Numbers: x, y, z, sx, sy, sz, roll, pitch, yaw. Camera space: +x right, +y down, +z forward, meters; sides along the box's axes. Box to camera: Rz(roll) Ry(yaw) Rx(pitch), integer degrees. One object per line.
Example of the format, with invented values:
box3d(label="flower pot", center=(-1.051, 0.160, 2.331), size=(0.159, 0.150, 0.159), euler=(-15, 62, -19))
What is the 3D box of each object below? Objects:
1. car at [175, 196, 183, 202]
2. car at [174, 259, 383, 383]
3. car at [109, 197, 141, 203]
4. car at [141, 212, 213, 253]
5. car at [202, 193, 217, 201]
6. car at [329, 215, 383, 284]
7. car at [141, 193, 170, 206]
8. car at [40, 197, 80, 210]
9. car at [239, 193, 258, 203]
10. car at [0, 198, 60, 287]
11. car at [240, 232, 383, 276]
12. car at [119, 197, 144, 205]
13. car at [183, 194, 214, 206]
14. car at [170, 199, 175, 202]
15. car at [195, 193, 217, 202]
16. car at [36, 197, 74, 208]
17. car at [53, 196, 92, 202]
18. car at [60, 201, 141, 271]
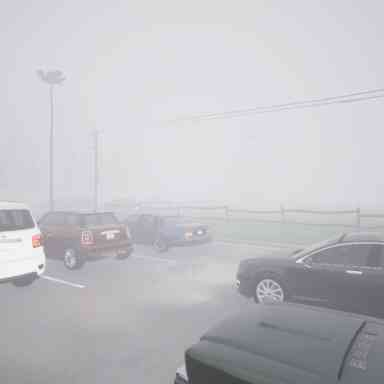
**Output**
box3d(label="car", center=(-2.044, 1.524, 73.295), size=(1.812, 1.442, 4.674), euler=(0, 0, 36))
box3d(label="car", center=(2.181, 1.601, 2.435), size=(4.718, 1.301, 1.895), euler=(0, 0, 36))
box3d(label="car", center=(-8.855, 1.504, 40.387), size=(1.837, 1.490, 4.892), euler=(0, 0, 36))
box3d(label="car", center=(-1.740, 1.547, 13.782), size=(5.357, 1.411, 2.033), euler=(0, 0, 36))
box3d(label="car", center=(3.009, 1.545, 68.354), size=(2.033, 1.411, 5.357), euler=(0, 0, 36))
box3d(label="car", center=(6.222, 1.478, 8.154), size=(5.008, 1.535, 1.882), euler=(0, 0, 36))
box3d(label="car", center=(-6.439, 1.351, 55.574), size=(2.097, 1.767, 4.553), euler=(0, 0, 36))
box3d(label="car", center=(-17.997, 1.503, 45.641), size=(1.837, 1.490, 4.892), euler=(0, 1, 36))
box3d(label="car", center=(11.775, 1.223, 68.479), size=(2.150, 2.045, 5.566), euler=(0, 0, 36))
box3d(label="car", center=(-5.845, 1.221, 8.109), size=(5.566, 2.045, 2.150), euler=(0, 0, 36))
box3d(label="car", center=(3.156, 1.505, 6.038), size=(4.892, 1.490, 1.837), euler=(0, 0, 36))
box3d(label="car", center=(-11.102, 1.564, 61.029), size=(1.994, 1.385, 4.181), euler=(0, 0, 36))
box3d(label="car", center=(1.069, 1.525, 53.986), size=(1.812, 1.442, 4.674), euler=(0, 0, 36))
box3d(label="car", center=(-6.303, 1.220, 61.674), size=(2.150, 2.045, 5.566), euler=(0, 0, 36))
box3d(label="car", center=(3.090, 1.212, 74.391), size=(2.150, 2.045, 5.566), euler=(0, 0, 36))
box3d(label="car", center=(-20.005, 1.504, 48.857), size=(1.837, 1.490, 4.892), euler=(0, 0, 36))
box3d(label="car", center=(-15.261, 1.353, 43.445), size=(2.097, 1.767, 4.553), euler=(0, 0, 36))
box3d(label="car", center=(-4.176, 1.352, 11.222), size=(4.553, 1.767, 2.097), euler=(0, 0, 36))
